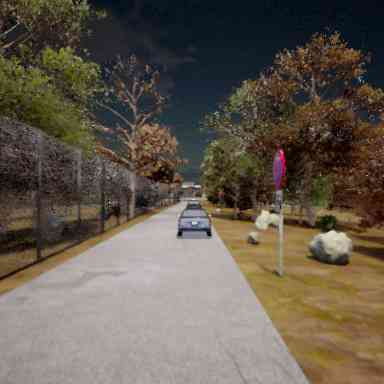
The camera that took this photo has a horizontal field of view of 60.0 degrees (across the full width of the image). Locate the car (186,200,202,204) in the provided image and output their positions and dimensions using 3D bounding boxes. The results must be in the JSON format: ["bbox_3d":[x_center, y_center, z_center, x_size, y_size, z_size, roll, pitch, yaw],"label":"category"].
[{"bbox_3d":[0.235,1.789,40.619,1.837,1.490,4.892,0,-1,0],"label":"car"}]

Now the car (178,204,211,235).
[{"bbox_3d":[0.138,1.631,19.269,2.033,1.411,5.357,0,0,0],"label":"car"}]
